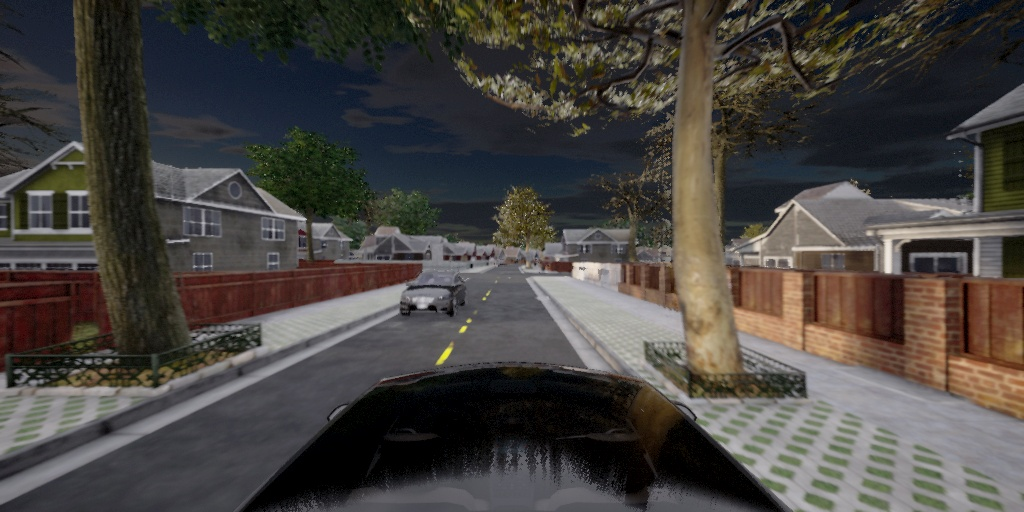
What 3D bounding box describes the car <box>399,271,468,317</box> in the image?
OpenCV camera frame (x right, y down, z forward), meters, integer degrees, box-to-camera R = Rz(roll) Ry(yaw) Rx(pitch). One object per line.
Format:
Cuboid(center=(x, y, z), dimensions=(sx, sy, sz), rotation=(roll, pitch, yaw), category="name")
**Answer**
Cuboid(center=(-2.848, 1.351, 13.849), dimensions=(2.128, 1.511, 4.902), rotation=(0, -1, 0), category="car")
